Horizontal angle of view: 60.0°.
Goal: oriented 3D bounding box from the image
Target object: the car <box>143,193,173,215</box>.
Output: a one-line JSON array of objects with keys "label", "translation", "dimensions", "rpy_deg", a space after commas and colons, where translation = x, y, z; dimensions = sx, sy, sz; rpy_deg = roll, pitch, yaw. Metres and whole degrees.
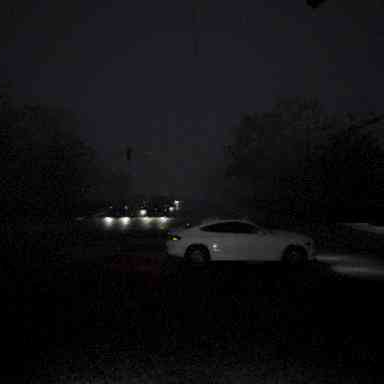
[{"label": "car", "translation": [-3.602, 1.377, 36.003], "dimensions": [2.150, 2.045, 5.566], "rpy_deg": [0, 0, 0]}]

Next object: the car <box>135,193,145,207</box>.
[{"label": "car", "translation": [-7.095, 1.247, 45.916], "dimensions": [2.150, 2.045, 5.566], "rpy_deg": [0, 1, 0]}]

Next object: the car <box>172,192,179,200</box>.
[{"label": "car", "translation": [-3.527, 0.852, 65.190], "dimensions": [1.837, 1.490, 4.892], "rpy_deg": [0, 2, 1]}]

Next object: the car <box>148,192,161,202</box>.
[{"label": "car", "translation": [-7.014, 0.930, 62.734], "dimensions": [1.882, 1.535, 5.008], "rpy_deg": [0, 2, 0]}]

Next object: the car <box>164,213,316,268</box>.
[{"label": "car", "translation": [1.488, 1.522, 10.618], "dimensions": [4.674, 1.442, 1.812], "rpy_deg": [0, 0, 2]}]

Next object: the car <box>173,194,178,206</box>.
[{"label": "car", "translation": [-3.585, 1.481, 49.642], "dimensions": [2.033, 1.411, 5.357], "rpy_deg": [0, 2, 0]}]

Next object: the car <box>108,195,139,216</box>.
[{"label": "car", "translation": [-7.102, 1.515, 34.102], "dimensions": [2.097, 1.767, 4.553], "rpy_deg": [0, 0, 0]}]
